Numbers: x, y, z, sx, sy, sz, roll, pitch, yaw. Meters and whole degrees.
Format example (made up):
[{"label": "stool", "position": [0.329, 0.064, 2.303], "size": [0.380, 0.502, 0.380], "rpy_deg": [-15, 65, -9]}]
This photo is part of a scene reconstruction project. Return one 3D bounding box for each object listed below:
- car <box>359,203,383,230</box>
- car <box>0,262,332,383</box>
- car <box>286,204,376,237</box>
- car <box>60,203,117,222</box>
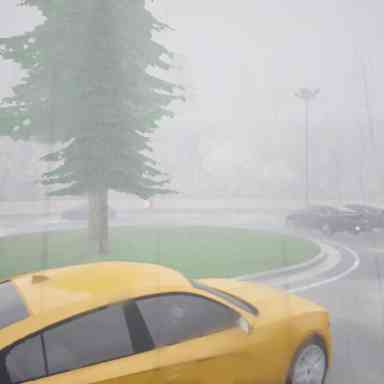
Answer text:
[{"label": "car", "position": [9.967, 1.467, 20.248], "size": [1.837, 1.490, 4.892], "rpy_deg": [2, 0, -23]}, {"label": "car", "position": [-0.617, 1.475, 3.283], "size": [5.008, 1.535, 1.882], "rpy_deg": [1, 0, -35]}, {"label": "car", "position": [7.113, 1.473, 18.185], "size": [1.837, 1.490, 4.892], "rpy_deg": [2, -1, -19]}, {"label": "car", "position": [-8.001, 1.547, 25.780], "size": [4.181, 1.385, 1.994], "rpy_deg": [0, 0, -24]}]
